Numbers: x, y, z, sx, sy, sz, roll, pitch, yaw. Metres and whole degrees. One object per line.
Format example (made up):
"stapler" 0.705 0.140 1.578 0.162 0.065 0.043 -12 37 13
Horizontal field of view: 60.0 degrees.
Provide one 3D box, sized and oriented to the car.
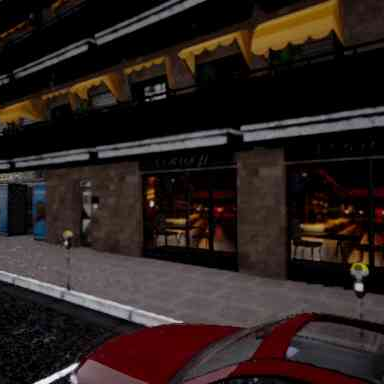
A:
"car" 0.840 1.581 2.290 4.206 1.307 1.802 0 -1 35
